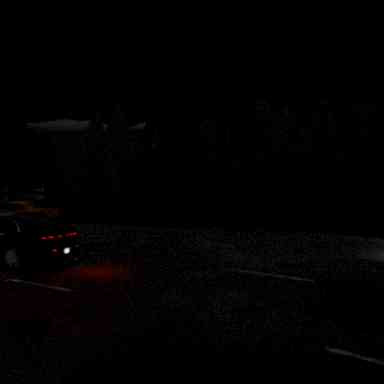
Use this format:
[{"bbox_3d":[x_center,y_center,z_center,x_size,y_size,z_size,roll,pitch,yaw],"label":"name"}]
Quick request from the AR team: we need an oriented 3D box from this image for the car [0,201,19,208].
[{"bbox_3d":[-11.339,1.322,16.032,4.902,1.511,2.128,0,0,14],"label":"car"}]

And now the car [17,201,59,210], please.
[{"bbox_3d":[-10.171,1.282,19.359,5.008,1.535,1.882,0,0,14],"label":"car"}]

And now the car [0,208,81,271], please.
[{"bbox_3d":[-5.795,1.398,10.412,4.892,1.490,1.837,0,0,23],"label":"car"}]
